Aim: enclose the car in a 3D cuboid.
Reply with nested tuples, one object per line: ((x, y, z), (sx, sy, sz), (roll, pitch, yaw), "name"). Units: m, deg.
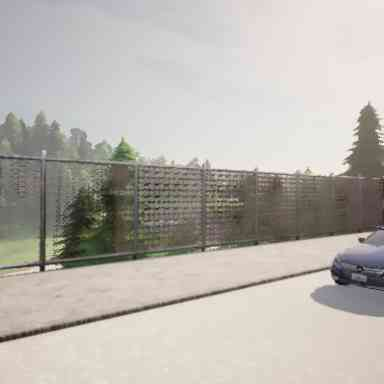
((5.499, 1.606, 8.502), (4.674, 1.442, 1.812), (1, 0, -35), "car")
